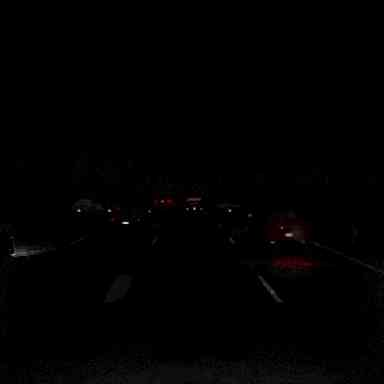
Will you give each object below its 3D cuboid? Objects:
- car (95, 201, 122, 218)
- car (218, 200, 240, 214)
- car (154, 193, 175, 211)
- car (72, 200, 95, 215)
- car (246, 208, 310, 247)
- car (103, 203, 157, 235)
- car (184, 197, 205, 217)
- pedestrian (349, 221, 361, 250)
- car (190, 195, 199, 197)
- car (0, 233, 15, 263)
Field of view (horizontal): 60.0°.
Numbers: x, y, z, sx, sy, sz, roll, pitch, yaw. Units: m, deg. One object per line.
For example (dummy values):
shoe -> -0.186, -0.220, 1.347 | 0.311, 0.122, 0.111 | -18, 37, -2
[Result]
car -> -6.774, 1.504, 29.349 | 1.994, 1.385, 4.181 | 0, 0, 0
car -> 3.748, 1.529, 34.779 | 1.895, 1.301, 4.718 | 0, 0, 0
car -> -3.233, 1.141, 39.332 | 2.150, 2.045, 5.566 | 0, 0, 0
car -> -10.260, 1.458, 32.535 | 1.812, 1.442, 4.674 | 0, 0, 0
car -> 3.664, 1.446, 14.953 | 1.882, 1.535, 5.008 | 0, 0, 0
car -> -3.321, 1.525, 18.656 | 1.994, 1.385, 4.181 | 0, 0, 0
car -> 0.231, 1.484, 30.655 | 2.033, 1.411, 5.357 | 0, 0, 0
pedestrian -> 6.098, 1.590, 12.465 | 0.500, 1.100, 0.500 | 0, 0, 0
car -> 0.301, 1.258, 47.359 | 2.097, 1.767, 4.553 | 0, 1, 0
car -> -6.865, 1.545, 9.316 | 1.994, 1.385, 4.181 | 0, 0, 0
